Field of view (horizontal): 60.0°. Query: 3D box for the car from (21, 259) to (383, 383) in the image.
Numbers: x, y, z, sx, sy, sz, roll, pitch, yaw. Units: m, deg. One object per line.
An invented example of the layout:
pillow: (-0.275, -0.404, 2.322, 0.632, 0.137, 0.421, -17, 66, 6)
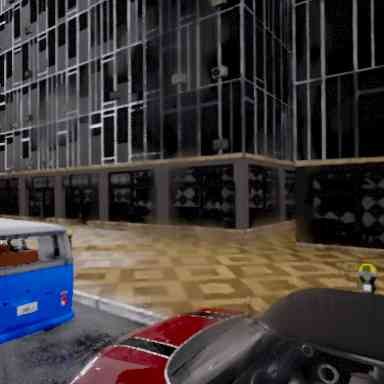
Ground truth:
car: (0.908, 1.438, 2.243, 4.097, 1.590, 1.967, 0, -1, 35)

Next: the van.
van: (-3.696, 1.310, 5.521, 3.998, 1.788, 1.690, 0, -1, 35)
